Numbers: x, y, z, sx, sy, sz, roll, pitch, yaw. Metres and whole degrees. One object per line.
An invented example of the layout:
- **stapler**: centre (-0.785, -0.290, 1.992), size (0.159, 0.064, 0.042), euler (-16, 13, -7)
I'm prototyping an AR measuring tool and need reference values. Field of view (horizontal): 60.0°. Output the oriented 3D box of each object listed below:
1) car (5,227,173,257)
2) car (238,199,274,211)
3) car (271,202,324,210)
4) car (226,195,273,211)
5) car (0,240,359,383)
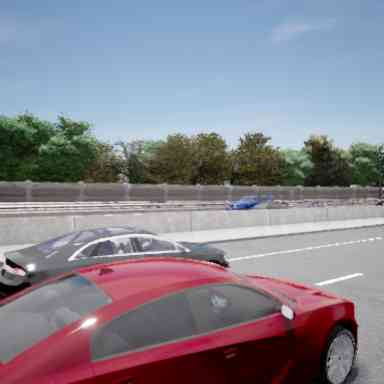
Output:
- **car**: centre (-1.316, 1.505, 7.089), size (4.902, 1.511, 2.128), euler (0, 0, -35)
- **car**: centre (6.733, 1.651, 30.010), size (4.674, 1.442, 1.812), euler (1, 0, -34)
- **car**: centre (9.409, 1.682, 27.608), size (5.357, 1.411, 2.033), euler (0, 0, -34)
- **car**: centre (6.063, 1.350, 33.792), size (5.566, 2.045, 2.150), euler (1, 0, -34)
- **car**: centre (-0.141, 1.487, 3.633), size (5.008, 1.535, 1.882), euler (0, 0, -35)
